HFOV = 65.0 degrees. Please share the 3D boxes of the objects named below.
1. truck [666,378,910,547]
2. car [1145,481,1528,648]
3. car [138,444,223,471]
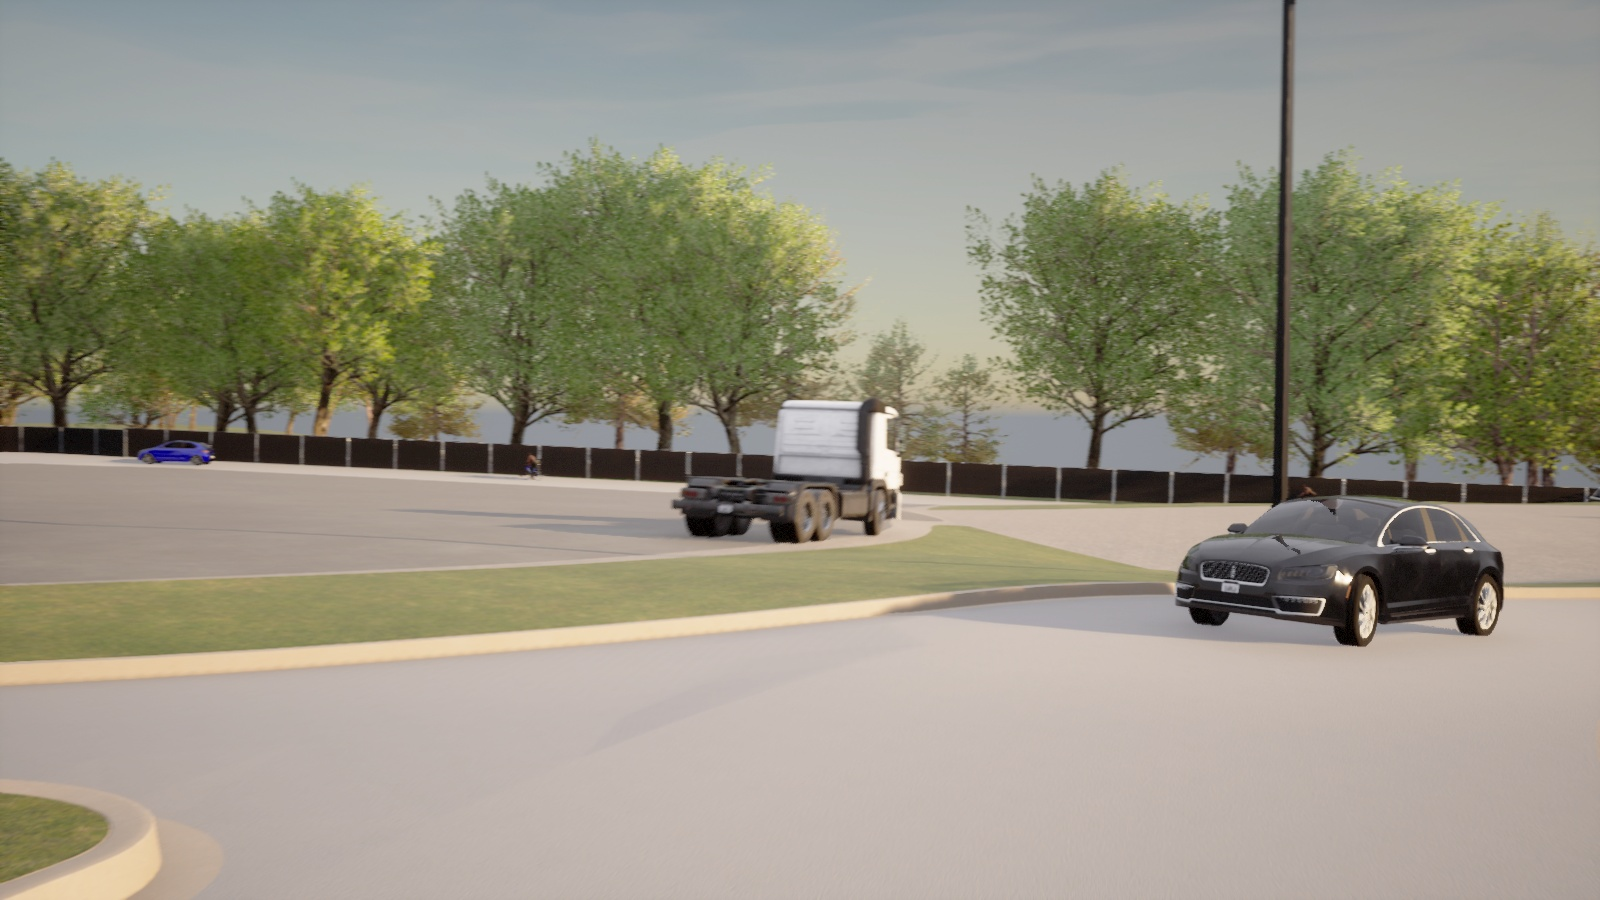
[{"bbox_3d":[0.023,0.339,30.261,2.891,3.462,7.936,2,-1,22],"label":"truck"},{"bbox_3d":[6.070,1.211,13.892,4.892,1.490,1.837,4,-2,-40],"label":"car"},{"bbox_3d":[-37.364,0.465,75.832,4.193,1.474,1.816,1,2,-6],"label":"car"}]
